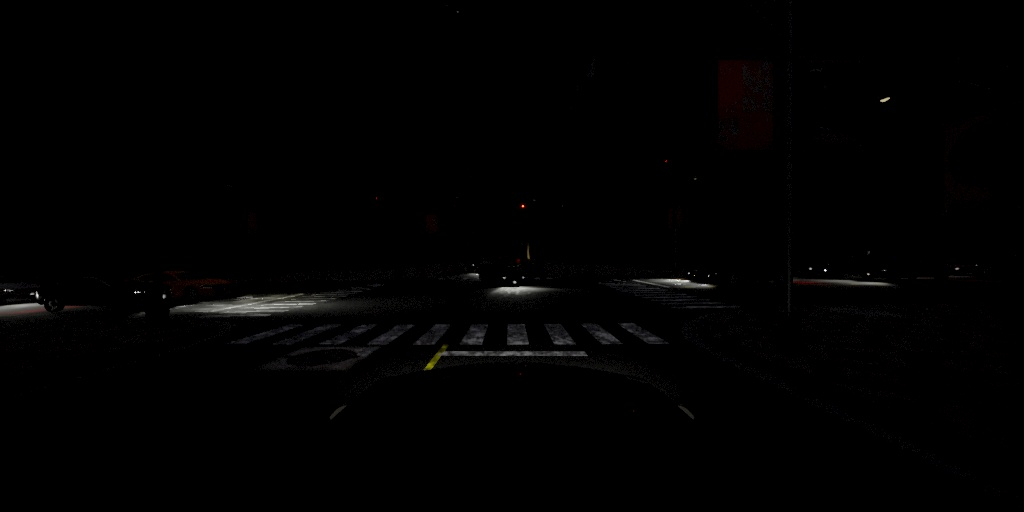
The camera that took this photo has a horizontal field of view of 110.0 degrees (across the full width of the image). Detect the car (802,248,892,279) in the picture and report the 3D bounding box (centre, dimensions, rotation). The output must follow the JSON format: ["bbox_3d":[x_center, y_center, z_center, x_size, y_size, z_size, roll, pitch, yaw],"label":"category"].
[{"bbox_3d":[24.130,0.510,25.675,5.566,2.045,2.150,-1,0,0],"label":"car"}]

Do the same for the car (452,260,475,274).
[{"bbox_3d":[-5.799,1.305,41.083,2.007,1.370,4.403,0,0,0],"label":"car"}]

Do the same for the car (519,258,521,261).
[{"bbox_3d":[2.644,1.311,57.455,2.007,1.370,4.403,0,0,0],"label":"car"}]

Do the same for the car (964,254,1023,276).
[{"bbox_3d":[34.350,0.605,25.683,4.902,1.511,2.128,-1,0,0],"label":"car"}]

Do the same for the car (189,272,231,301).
[{"bbox_3d":[-17.652,1.528,18.905,5.008,1.535,1.882,-1,0,2],"label":"car"}]

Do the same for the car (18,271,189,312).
[{"bbox_3d":[-17.629,1.546,15.661,4.902,1.511,2.128,-1,0,2],"label":"car"}]

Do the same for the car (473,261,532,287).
[{"bbox_3d":[-0.828,1.300,25.395,2.033,1.411,5.357,0,0,-22],"label":"car"}]

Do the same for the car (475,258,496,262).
[{"bbox_3d":[-3.140,1.281,42.184,1.812,1.442,4.674,0,0,0],"label":"car"}]

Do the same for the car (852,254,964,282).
[{"bbox_3d":[24.611,0.812,22.428,4.674,1.442,1.812,-1,0,0],"label":"car"}]

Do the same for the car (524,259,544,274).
[{"bbox_3d":[2.726,1.305,41.122,2.007,1.370,4.403,0,0,0],"label":"car"}]

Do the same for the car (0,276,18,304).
[{"bbox_3d":[-27.627,1.763,18.884,4.674,1.442,1.812,-1,0,0],"label":"car"}]

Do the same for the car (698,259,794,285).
[{"bbox_3d":[14.728,0.965,22.387,4.892,1.490,1.837,-1,0,2],"label":"car"}]

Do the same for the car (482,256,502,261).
[{"bbox_3d":[-3.209,0.985,58.501,2.150,2.045,5.566,0,0,0],"label":"car"}]

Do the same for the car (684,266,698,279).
[{"bbox_3d":[14.654,1.020,25.657,4.181,1.385,1.994,-1,0,0],"label":"car"}]

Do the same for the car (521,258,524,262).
[{"bbox_3d":[2.671,1.304,52.011,1.888,1.381,4.507,0,0,0],"label":"car"}]
